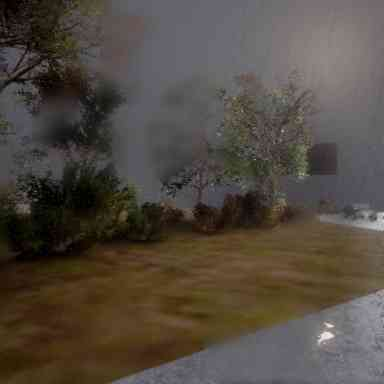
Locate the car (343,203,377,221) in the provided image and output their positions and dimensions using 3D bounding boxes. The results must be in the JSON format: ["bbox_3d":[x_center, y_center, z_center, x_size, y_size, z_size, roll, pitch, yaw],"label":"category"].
[{"bbox_3d":[15.071,1.771,30.098,2.128,1.511,4.902,0,0,12],"label":"car"}]
